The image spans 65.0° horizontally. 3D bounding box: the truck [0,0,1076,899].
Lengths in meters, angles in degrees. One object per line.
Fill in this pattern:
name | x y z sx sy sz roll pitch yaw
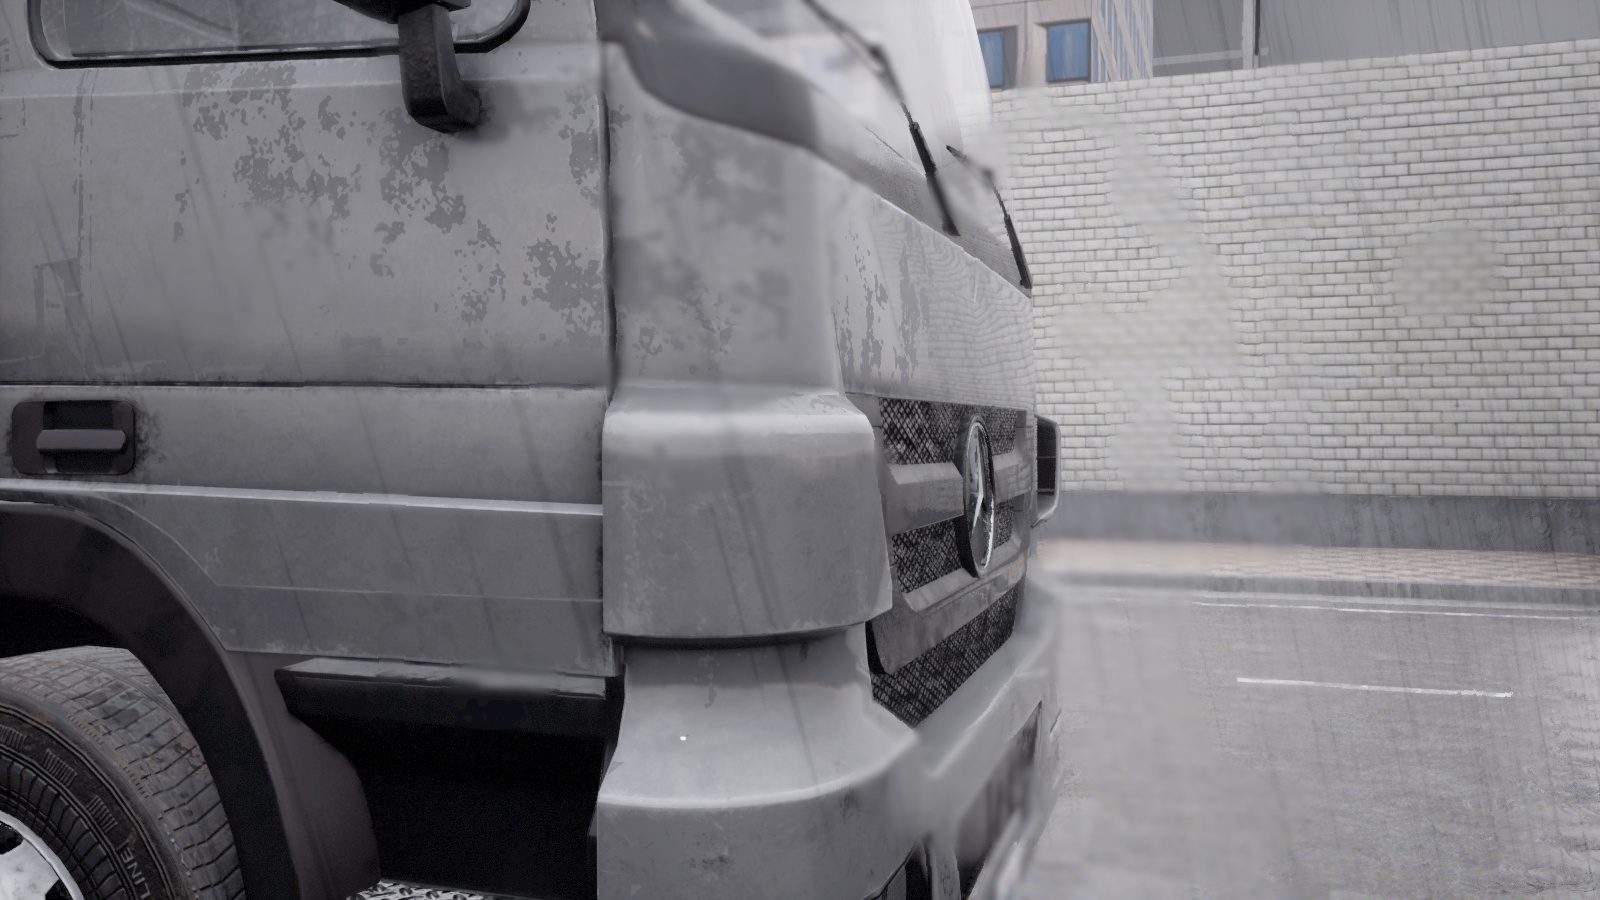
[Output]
truck | -3.267 -0.236 4.278 7.936 3.462 2.891 1 1 19
